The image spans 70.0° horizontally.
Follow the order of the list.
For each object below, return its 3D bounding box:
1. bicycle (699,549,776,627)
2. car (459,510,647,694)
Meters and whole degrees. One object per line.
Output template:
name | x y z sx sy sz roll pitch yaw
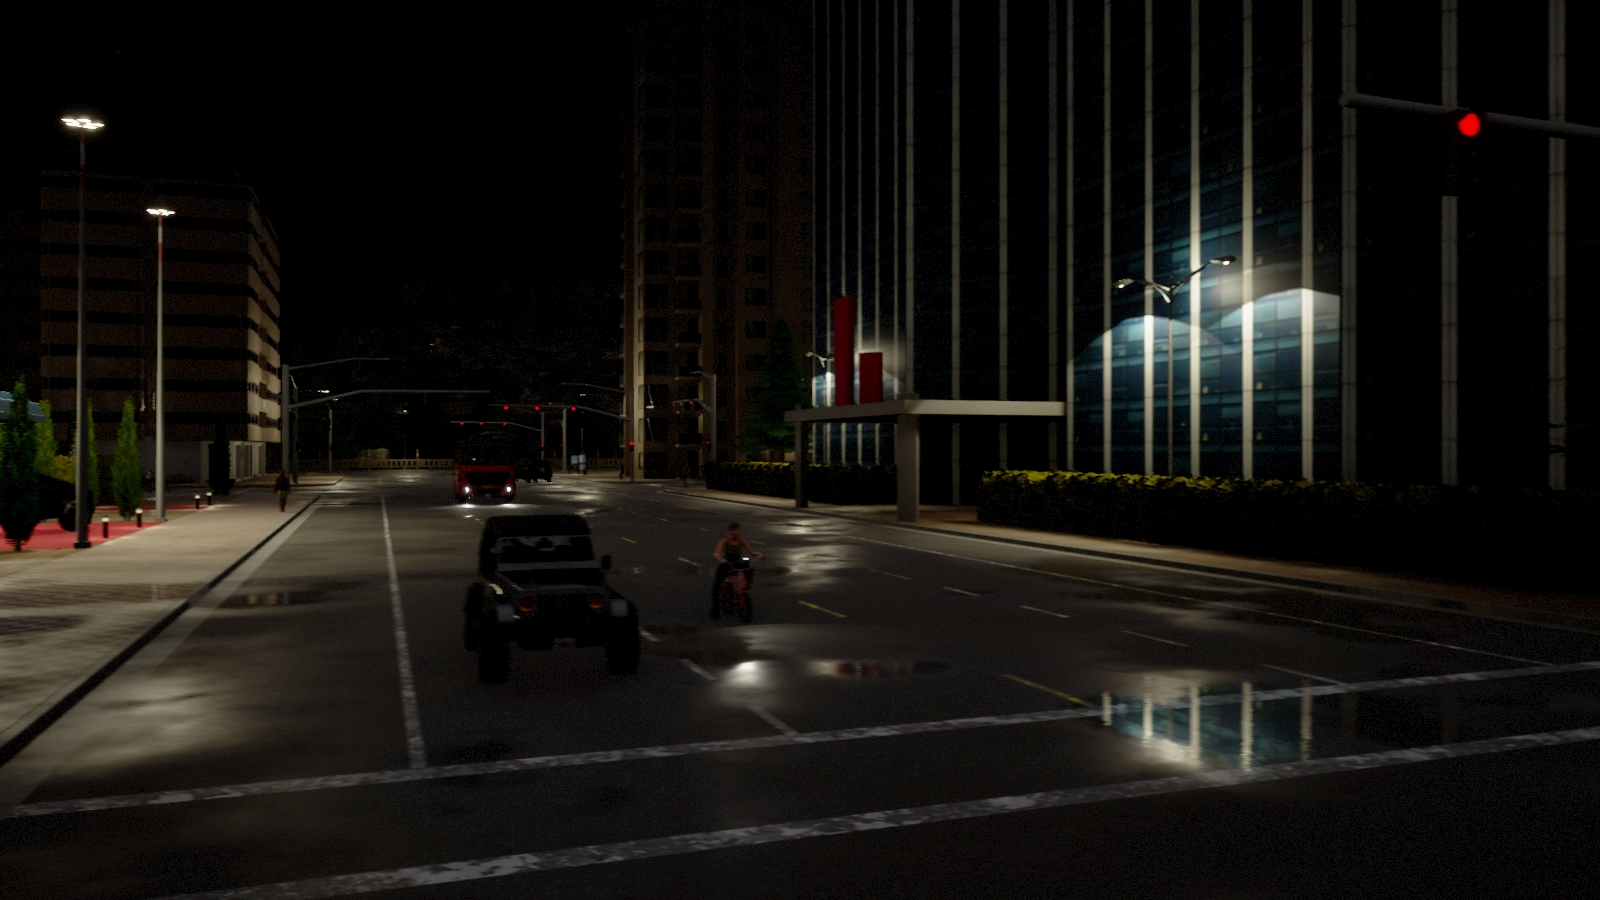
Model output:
bicycle | -1.055 2.256 18.878 0.859 1.080 1.487 0 0 -21
car | -3.412 1.857 15.228 1.905 1.878 3.866 0 0 -20
